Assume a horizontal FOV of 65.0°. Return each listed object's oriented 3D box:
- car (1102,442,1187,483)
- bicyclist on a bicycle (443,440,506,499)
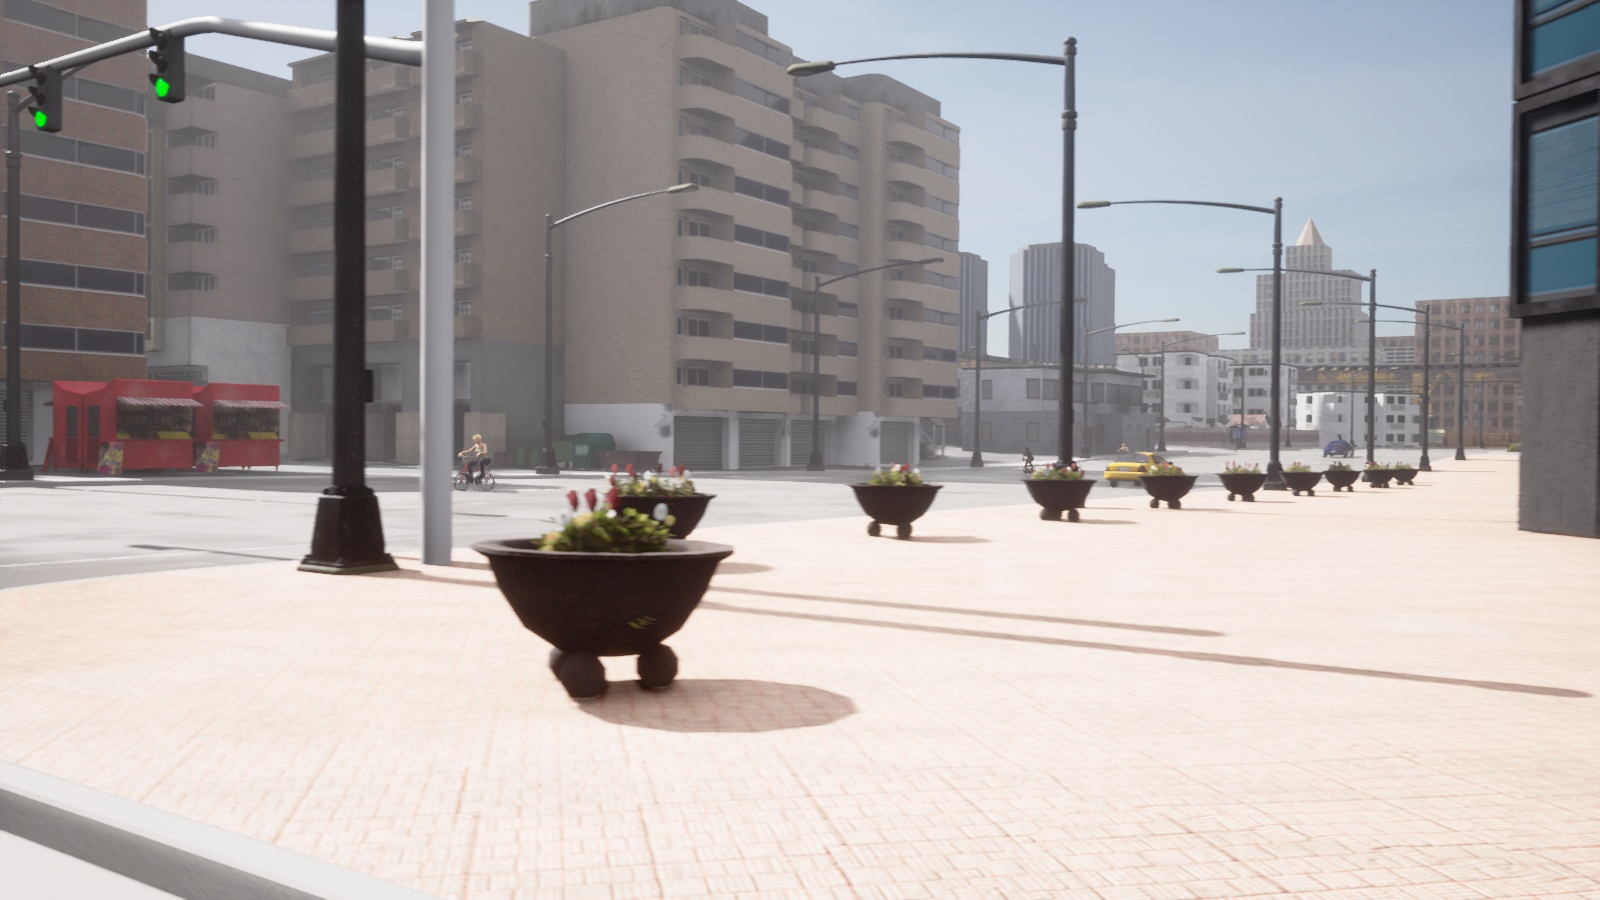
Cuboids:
[{"bbox_3d":[14.151,0.477,51.399,1.801,1.575,5.366,0,0,33],"label":"car"},{"bbox_3d":[-9.081,0.522,35.028,0.866,1.612,1.509,0,0,33],"label":"bicyclist on a bicycle"}]
